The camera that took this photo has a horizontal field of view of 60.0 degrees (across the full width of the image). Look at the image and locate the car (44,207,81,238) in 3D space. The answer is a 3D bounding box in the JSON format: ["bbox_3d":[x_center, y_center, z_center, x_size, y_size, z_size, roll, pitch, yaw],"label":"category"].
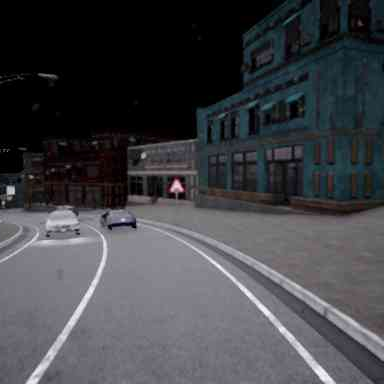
[{"bbox_3d":[-7.803,1.841,20.062,1.812,1.442,4.674,-2,-1,-23],"label":"car"}]

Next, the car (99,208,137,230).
[{"bbox_3d":[-5.288,1.828,23.477,1.994,1.385,4.181,-2,-1,-23],"label":"car"}]

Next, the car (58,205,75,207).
[{"bbox_3d":[-14.817,2.287,38.772,1.837,1.490,4.892,-3,0,-40],"label":"car"}]
